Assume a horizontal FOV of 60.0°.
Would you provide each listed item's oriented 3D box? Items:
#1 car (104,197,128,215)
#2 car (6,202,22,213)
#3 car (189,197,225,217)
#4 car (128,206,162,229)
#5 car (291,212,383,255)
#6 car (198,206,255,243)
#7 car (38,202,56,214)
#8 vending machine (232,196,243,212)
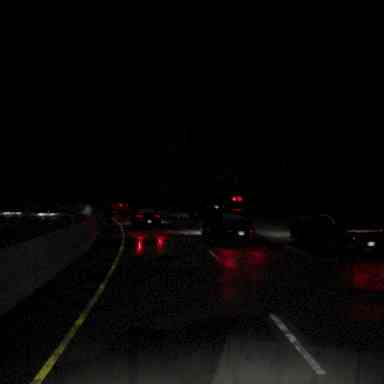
[{"bbox_3d":[-9.280,1.644,40.308,2.150,2.045,5.566,0,-1,-25],"label":"car"},{"bbox_3d":[-25.809,2.183,48.094,2.033,1.411,5.357,0,-1,-33],"label":"car"},{"bbox_3d":[1.387,1.506,32.531,2.150,2.045,5.566,0,-1,-18],"label":"car"},{"bbox_3d":[-3.328,1.751,23.762,1.812,1.442,4.674,0,-1,-14],"label":"car"},{"bbox_3d":[5.822,1.589,13.846,2.128,1.511,4.902,0,0,-8],"label":"car"},{"bbox_3d":[1.774,1.666,17.015,1.812,1.442,4.674,0,-1,-10],"label":"car"},{"bbox_3d":[-19.527,2.090,44.560,2.033,1.411,5.357,0,-1,-30],"label":"car"},{"bbox_3d":[5.883,1.553,43.007,1.100,2.100,0.880,0,0,-23],"label":"vending machine"}]
